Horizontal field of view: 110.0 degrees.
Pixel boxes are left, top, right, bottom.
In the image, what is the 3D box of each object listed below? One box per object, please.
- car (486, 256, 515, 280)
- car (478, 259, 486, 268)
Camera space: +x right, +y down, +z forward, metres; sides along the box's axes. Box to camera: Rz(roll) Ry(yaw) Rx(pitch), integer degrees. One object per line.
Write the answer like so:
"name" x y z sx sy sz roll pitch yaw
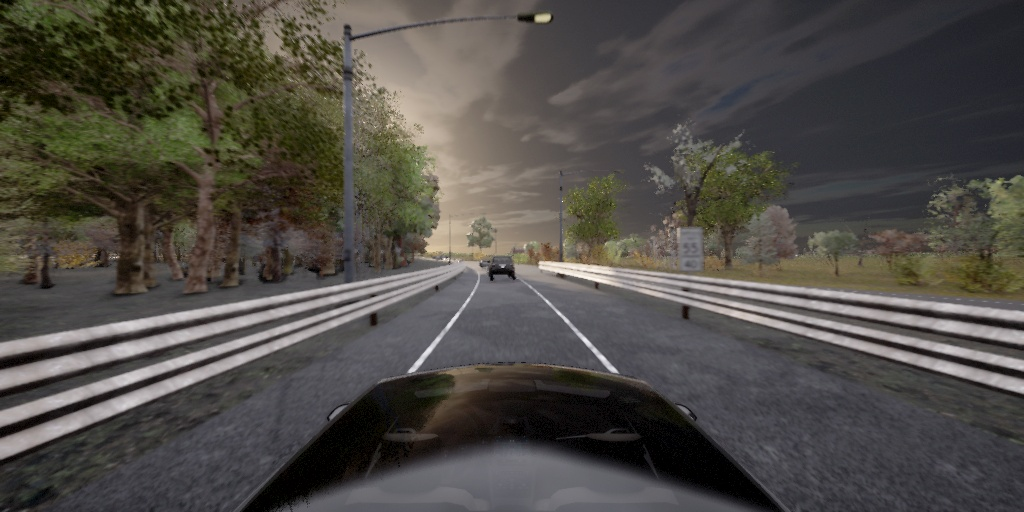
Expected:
"car" -1.007 0.979 32.178 2.150 2.045 5.566 0 0 -5
"car" -4.629 1.259 61.342 2.128 1.511 4.902 0 0 -10
